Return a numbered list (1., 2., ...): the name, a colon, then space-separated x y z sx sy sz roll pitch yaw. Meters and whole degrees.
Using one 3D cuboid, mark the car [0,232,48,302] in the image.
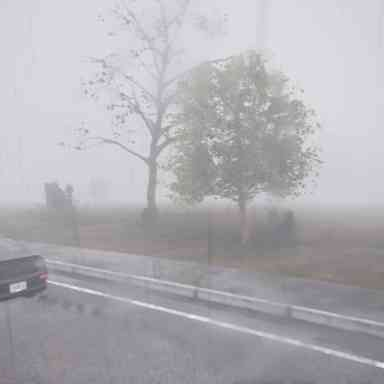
1. car: -5.034 1.520 7.136 4.674 1.442 1.812 0 0 32
